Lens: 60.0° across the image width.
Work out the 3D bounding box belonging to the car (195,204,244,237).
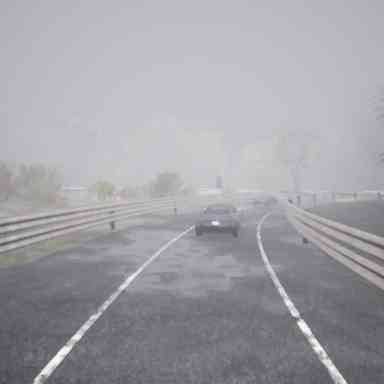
[{"bbox_3d":[1.449,1.287,16.378,1.994,1.385,4.181,0,1,12],"label":"car"}]

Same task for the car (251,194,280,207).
[{"bbox_3d":[8.716,0.947,38.995,2.033,1.411,5.357,1,1,32],"label":"car"}]
